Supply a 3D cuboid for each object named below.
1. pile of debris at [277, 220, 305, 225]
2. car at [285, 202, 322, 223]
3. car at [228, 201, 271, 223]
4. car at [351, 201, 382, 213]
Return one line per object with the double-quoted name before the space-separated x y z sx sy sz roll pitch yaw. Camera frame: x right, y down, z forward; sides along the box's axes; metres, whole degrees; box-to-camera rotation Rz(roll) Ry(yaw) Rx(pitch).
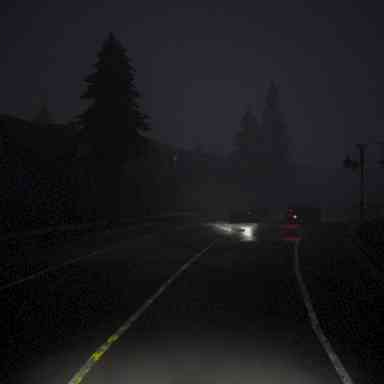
"pile of debris" 7.114 2.191 23.890 1.500 0.140 1.860 0 0 32
"car" 8.699 1.523 25.743 1.837 1.490 4.892 0 0 34
"car" 4.614 1.476 26.246 1.882 1.535 5.008 0 0 34
"car" 20.109 1.674 38.263 4.718 1.301 1.895 0 0 -43
